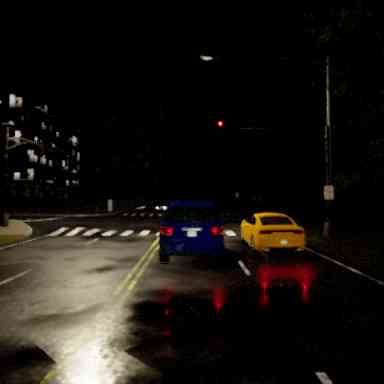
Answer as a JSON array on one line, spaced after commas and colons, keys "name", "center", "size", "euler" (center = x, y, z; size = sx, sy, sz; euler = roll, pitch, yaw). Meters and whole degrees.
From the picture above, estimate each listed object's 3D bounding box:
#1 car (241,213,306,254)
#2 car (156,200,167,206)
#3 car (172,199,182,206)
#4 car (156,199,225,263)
[{"name": "car", "center": [3.271, 1.626, 14.252], "size": [1.882, 1.535, 5.008], "euler": [-1, 0, 0]}, {"name": "car", "center": [-6.511, 2.363, 70.984], "size": [1.895, 1.301, 4.718], "euler": [0, -1, 0]}, {"name": "car", "center": [-3.261, 2.246, 71.016], "size": [1.882, 1.535, 5.008], "euler": [0, -1, 0]}, {"name": "car", "center": [0.011, 1.363, 12.631], "size": [2.150, 2.045, 5.566], "euler": [0, 0, 0]}]
